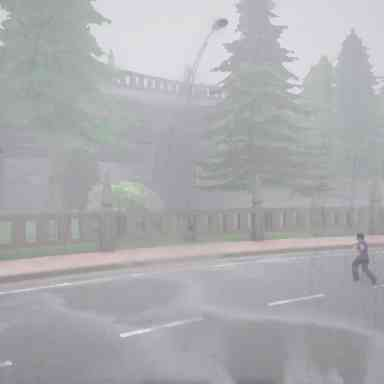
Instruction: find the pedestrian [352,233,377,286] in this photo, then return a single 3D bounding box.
[{"bbox_3d":[4.197,1.574,8.159,0.375,1.300,0.375,0,0,-21],"label":"pedestrian"}]
